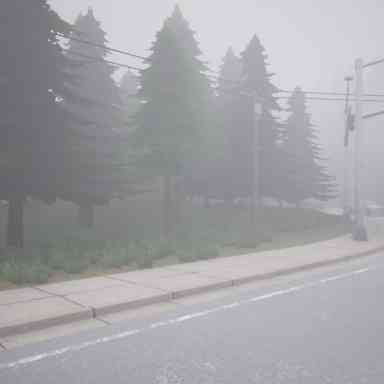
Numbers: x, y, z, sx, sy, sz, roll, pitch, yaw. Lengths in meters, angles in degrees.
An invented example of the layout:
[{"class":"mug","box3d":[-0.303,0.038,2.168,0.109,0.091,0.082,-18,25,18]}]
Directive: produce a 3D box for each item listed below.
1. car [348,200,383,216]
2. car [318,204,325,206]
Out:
[{"class":"car","box3d":[17.232,1.526,32.822,1.812,1.442,4.674,0,0,-5]},{"class":"car","box3d":[14.700,1.505,42.522,1.837,1.490,4.892,0,0,-26]}]
